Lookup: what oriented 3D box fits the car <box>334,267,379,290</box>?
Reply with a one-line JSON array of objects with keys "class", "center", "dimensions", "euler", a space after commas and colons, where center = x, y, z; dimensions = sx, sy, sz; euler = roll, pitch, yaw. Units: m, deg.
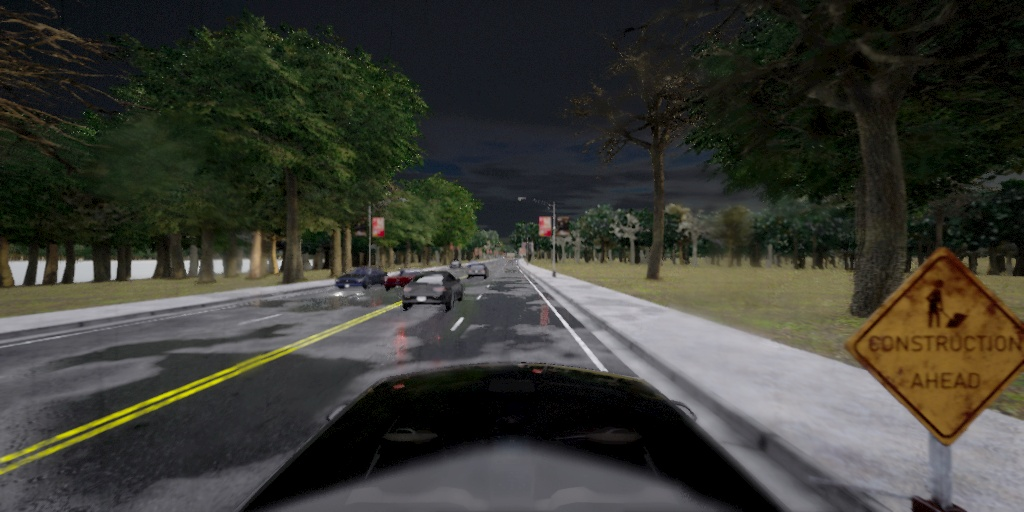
[{"class": "car", "center": [-9.912, 1.429, 24.203], "dimensions": [2.033, 1.411, 5.357], "euler": [0, 0, 0]}]

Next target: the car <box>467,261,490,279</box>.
[{"class": "car", "center": [-3.277, 1.498, 35.462], "dimensions": [2.033, 1.411, 5.357], "euler": [0, 0, 0]}]

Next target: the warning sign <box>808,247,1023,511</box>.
[{"class": "warning sign", "center": [2.850, 0.869, 2.383], "dimensions": [1.300, 1.860, 1.060], "euler": [0, 0, 0]}]

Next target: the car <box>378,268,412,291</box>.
[{"class": "car", "center": [-6.656, 1.476, 23.064], "dimensions": [1.895, 1.301, 4.718], "euler": [0, 0, 0]}]

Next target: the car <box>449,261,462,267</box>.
[{"class": "car", "center": [-10.080, 1.666, 64.611], "dimensions": [1.812, 1.442, 4.674], "euler": [0, 0, 0]}]

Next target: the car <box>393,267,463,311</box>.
[{"class": "car", "center": [-3.177, 1.352, 14.914], "dimensions": [1.812, 1.442, 4.674], "euler": [0, 0, 0]}]
